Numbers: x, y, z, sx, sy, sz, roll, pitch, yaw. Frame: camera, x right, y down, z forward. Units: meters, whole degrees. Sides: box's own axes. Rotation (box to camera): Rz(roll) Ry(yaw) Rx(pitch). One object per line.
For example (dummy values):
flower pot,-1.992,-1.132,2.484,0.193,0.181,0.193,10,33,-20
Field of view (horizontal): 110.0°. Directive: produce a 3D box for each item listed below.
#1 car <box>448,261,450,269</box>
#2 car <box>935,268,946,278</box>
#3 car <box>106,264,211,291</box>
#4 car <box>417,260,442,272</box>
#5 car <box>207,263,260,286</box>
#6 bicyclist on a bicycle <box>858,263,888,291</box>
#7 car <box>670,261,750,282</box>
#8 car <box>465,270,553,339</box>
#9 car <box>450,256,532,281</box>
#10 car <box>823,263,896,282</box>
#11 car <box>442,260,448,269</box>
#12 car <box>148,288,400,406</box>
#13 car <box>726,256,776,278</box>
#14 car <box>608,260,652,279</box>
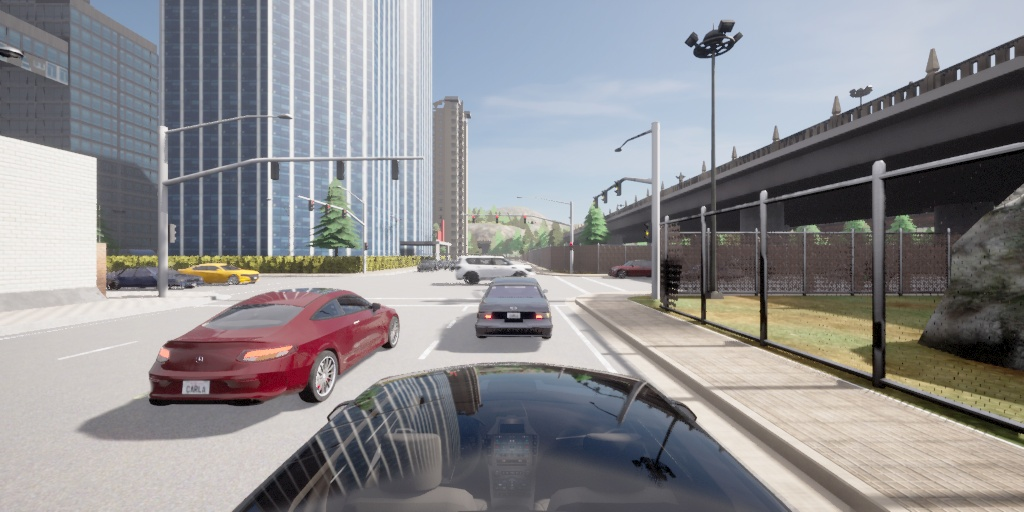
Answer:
car,-7.186,1.314,49.565,1.994,1.385,4.181,0,0,0
car,42.281,1.353,32.763,5.357,1.411,2.033,0,0,0
car,-22.041,1.353,21.840,5.357,1.411,2.033,0,0,0
car,-10.685,1.255,45.791,1.837,1.490,4.892,0,0,0
car,-20.699,1.283,25.377,5.008,1.535,1.882,0,0,-1
bicyclist on a bicycle,18.264,1.106,18.231,0.582,1.620,1.656,0,0,0
car,15.835,1.353,29.203,5.357,1.411,2.033,0,0,0
car,0.078,1.297,10.052,2.033,1.411,5.357,0,0,1
car,-1.255,0.995,25.432,5.566,2.045,2.150,0,0,0
car,28.262,1.297,29.250,4.902,1.511,2.128,0,0,0
car,-10.700,1.276,55.030,1.812,1.442,4.674,0,0,0
car,-3.450,1.276,6.231,1.812,1.442,4.674,0,0,0
car,20.934,1.028,32.726,5.566,2.045,2.150,0,0,0
car,11.196,1.157,32.746,4.553,1.767,2.097,0,0,2
